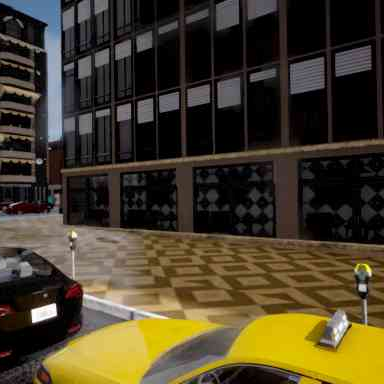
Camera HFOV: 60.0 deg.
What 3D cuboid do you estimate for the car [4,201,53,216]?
[{"bbox_3d":[-15.730,1.581,31.897,1.802,1.307,4.206,-2,-1,35],"label":"car"}]

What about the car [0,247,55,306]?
[{"bbox_3d":[-3.564,1.568,5.413,4.313,1.339,1.947,0,-1,35],"label":"car"}]

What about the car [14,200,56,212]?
[{"bbox_3d":[-19.390,1.743,41.247,1.947,1.339,4.313,-2,-1,35],"label":"car"}]

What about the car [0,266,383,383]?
[{"bbox_3d":[0.736,1.526,2.367,4.829,1.417,1.752,0,-1,35],"label":"car"}]
